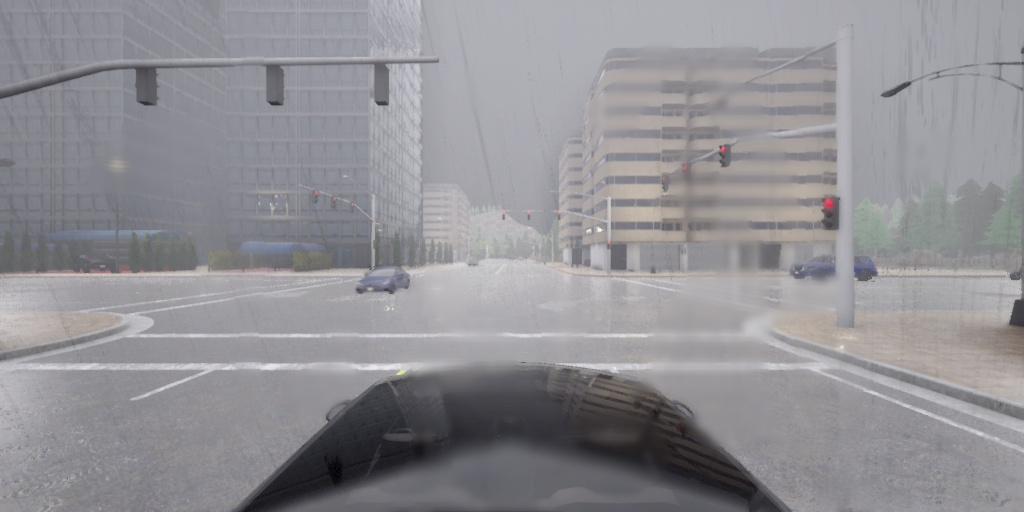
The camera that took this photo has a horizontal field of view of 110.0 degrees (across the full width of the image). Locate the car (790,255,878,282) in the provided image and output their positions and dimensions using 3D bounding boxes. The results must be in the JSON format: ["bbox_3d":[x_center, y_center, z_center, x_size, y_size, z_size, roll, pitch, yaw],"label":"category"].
[{"bbox_3d":[25.085,0.956,28.021,5.566,2.045,2.150,0,0,0],"label":"car"}]

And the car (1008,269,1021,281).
[{"bbox_3d":[41.950,1.299,28.086,4.181,1.385,1.994,0,0,-1],"label":"car"}]

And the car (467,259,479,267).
[{"bbox_3d":[-6.969,1.273,64.338,1.837,1.490,4.892,0,2,0],"label":"car"}]

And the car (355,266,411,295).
[{"bbox_3d":[-6.970,1.318,19.938,1.812,1.442,4.674,0,1,0],"label":"car"}]
